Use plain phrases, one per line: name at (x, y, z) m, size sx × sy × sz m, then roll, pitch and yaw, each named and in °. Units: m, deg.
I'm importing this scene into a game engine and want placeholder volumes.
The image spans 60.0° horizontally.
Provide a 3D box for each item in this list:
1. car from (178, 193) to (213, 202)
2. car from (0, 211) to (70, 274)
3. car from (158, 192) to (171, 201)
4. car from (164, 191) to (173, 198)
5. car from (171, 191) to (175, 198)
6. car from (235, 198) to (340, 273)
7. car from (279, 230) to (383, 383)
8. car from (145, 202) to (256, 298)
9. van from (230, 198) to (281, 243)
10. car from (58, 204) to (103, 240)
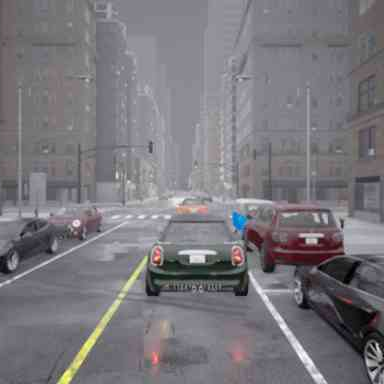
car at (0.049, 1.195, 23.295) m, size 2.097 × 1.767 × 4.553 m, roll 0°, pitch 0°, yaw -2°
car at (-5.654, 1.495, 10.372) m, size 1.947 × 1.339 × 4.313 m, roll 0°, pitch 0°, yaw 0°
car at (-6.103, 1.000, 70.919) m, size 1.967 × 1.590 × 4.097 m, roll 0°, pitch 0°, yaw -1°
car at (-6.571, 0.780, 93.536) m, size 2.192 × 1.841 × 5.009 m, roll 0°, pitch 0°, yaw -1°
car at (-6.455, 0.797, 87.880) m, size 2.192 × 1.841 × 5.009 m, roll 0°, pitch 0°, yaw -1°
car at (2.873, 1.245, 10.365) m, size 2.192 × 1.841 × 5.009 m, roll 0°, pitch 0°, yaw 0°
car at (2.865, 1.533, 4.843) m, size 1.947 × 1.339 × 4.313 m, roll 0°, pitch 0°, yaw 0°
car at (0.110, 1.294, 8.541) m, size 2.097 × 1.767 × 4.553 m, roll 0°, pitch 0°, yaw 0°
van at (2.880, 1.234, 15.889) m, size 1.690 × 1.788 × 3.998 m, roll 0°, pitch 0°, yaw 0°
car at (-5.646, 1.332, 15.896) m, size 1.967 × 1.590 × 4.097 m, roll 0°, pitch 0°, yaw 0°
